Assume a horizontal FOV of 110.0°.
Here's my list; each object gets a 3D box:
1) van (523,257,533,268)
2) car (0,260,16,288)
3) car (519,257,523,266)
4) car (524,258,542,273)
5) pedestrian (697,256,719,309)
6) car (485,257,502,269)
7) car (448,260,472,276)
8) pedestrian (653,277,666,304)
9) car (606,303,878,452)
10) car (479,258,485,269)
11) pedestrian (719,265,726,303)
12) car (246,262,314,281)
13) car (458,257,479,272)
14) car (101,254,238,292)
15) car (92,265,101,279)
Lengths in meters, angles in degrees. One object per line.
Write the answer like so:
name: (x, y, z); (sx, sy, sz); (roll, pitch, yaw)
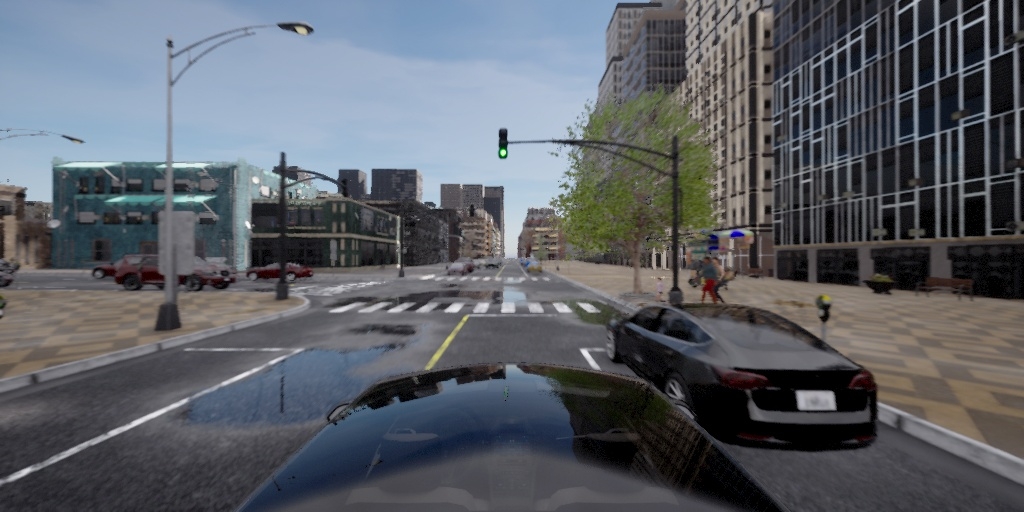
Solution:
van: (2.711, 1.093, 48.838); (1.690, 1.789, 3.998); (0, 0, 0)
car: (-28.242, 0.980, 18.202); (4.207, 1.307, 1.802); (0, 0, -1)
car: (2.716, 1.303, 59.940); (2.007, 1.370, 4.403); (0, 0, 0)
car: (2.709, 1.277, 43.456); (1.751, 1.417, 4.829); (0, 0, 0)
pedestrian: (6.679, 0.892, 12.228); (0.375, 1.860, 0.375); (0, 0, 0)
car: (-3.015, 1.104, 55.341); (2.097, 1.767, 4.553); (0, 0, 1)
car: (-5.674, 1.333, 37.737); (1.802, 1.307, 4.207); (0, 0, 0)
pedestrian: (5.566, 1.272, 13.426); (0.500, 1.100, 0.500); (0, 0, 0)
car: (2.693, 1.316, 5.257); (1.948, 1.339, 4.313); (0, 0, 0)
car: (-5.667, 1.303, 54.390); (2.007, 1.370, 4.403); (0, 0, 0)
pedestrian: (7.310, 0.903, 12.827); (0.375, 1.860, 0.375); (0, 0, 0)
car: (-17.265, 1.121, 26.733); (4.507, 1.381, 1.888); (0, 0, -1)
car: (-5.671, 1.066, 43.288); (2.192, 1.841, 5.009); (0, 0, 0)
car: (-17.151, 0.850, 18.353); (5.009, 1.841, 2.192); (0, 0, -1)
car: (-28.358, 0.879, 26.581); (4.097, 1.591, 1.967); (0, 0, -1)
